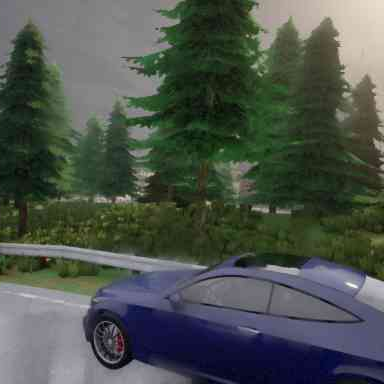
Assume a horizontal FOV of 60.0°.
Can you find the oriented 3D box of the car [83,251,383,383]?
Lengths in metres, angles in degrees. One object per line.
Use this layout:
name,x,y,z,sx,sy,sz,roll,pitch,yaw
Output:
car,0.752,1.499,4.100,4.674,1.442,1.812,1,1,31
